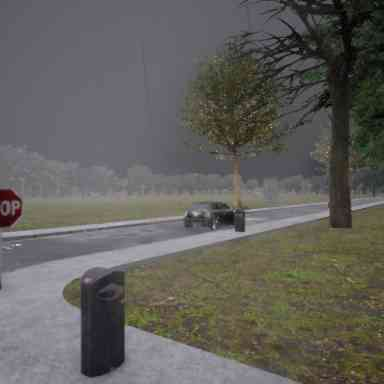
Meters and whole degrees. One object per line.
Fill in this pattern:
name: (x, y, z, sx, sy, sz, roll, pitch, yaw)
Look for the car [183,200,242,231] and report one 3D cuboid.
car: (1.468, 1.382, 21.218, 2.097, 1.767, 4.553, 0, 0, 36)
